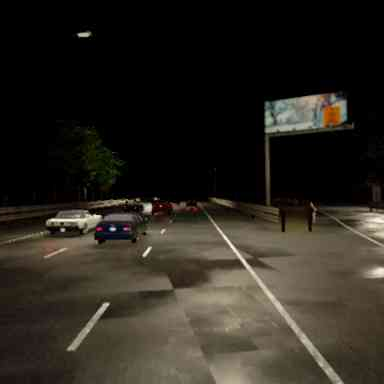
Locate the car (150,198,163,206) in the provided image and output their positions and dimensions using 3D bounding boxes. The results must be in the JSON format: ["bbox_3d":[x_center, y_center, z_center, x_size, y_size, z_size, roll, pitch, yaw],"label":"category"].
[{"bbox_3d":[-7.069,1.930,66.193,2.128,1.511,4.902,0,0,0],"label":"car"}]

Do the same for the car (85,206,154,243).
[{"bbox_3d":[-3.418,1.679,16.854,2.033,1.411,5.357,0,0,0],"label":"car"}]

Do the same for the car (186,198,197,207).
[{"bbox_3d":[-0.029,1.904,57.499,1.812,1.442,4.674,0,0,1],"label":"car"}]

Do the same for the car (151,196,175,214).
[{"bbox_3d":[-3.440,1.619,38.847,2.097,1.767,4.553,0,0,0],"label":"car"}]

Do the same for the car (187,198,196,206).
[{"bbox_3d":[-0.070,1.960,65.923,1.812,1.442,4.674,0,0,0],"label":"car"}]

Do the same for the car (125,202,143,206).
[{"bbox_3d":[-6.950,1.872,39.701,1.895,1.301,4.718,0,0,0],"label":"car"}]

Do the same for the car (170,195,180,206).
[{"bbox_3d":[-3.571,1.658,66.229,2.150,2.045,5.566,0,0,0],"label":"car"}]

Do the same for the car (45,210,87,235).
[{"bbox_3d":[-6.921,1.754,20.022,1.895,1.301,4.718,0,0,0],"label":"car"}]
